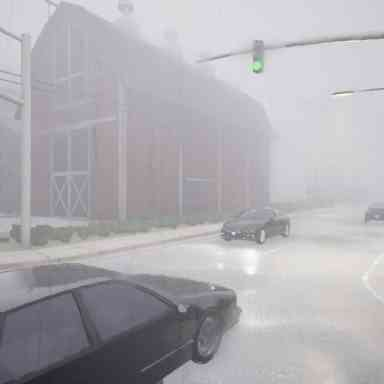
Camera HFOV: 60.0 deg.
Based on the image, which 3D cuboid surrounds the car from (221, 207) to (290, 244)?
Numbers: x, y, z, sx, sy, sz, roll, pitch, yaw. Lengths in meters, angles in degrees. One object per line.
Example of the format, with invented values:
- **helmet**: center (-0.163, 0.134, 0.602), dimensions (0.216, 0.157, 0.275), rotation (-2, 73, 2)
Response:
- **car**: center (3.185, 1.505, 15.994), dimensions (1.837, 1.490, 4.892), rotation (0, 0, 36)

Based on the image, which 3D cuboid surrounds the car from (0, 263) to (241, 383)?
- **car**: center (-1.461, 1.556, 3.585), dimensions (2.033, 1.411, 5.357), rotation (0, 0, 36)

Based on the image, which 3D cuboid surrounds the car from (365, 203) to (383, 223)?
- **car**: center (14.261, 1.549, 24.993), dimensions (1.812, 1.442, 4.674), rotation (0, 0, 36)
